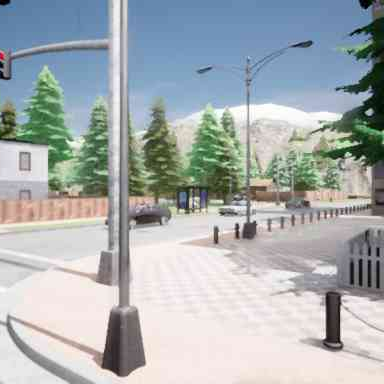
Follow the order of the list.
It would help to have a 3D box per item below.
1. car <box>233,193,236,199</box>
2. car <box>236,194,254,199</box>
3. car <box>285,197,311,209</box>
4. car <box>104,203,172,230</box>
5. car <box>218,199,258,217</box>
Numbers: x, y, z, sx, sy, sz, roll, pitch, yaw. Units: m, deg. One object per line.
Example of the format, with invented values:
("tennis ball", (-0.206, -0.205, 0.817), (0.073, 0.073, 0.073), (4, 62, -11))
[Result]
("car", (10.600, 1.138, 79.204), (1.905, 1.878, 3.866), (0, 0, 36))
("car", (12.865, 1.137, 78.044), (1.932, 1.855, 4.605), (0, 0, 36))
("car", (14.049, 1.397, 44.032), (2.097, 1.767, 4.553), (0, 0, 37))
("car", (-3.337, 1.473, 21.314), (2.128, 1.511, 4.902), (0, 0, 37))
("car", (4.374, 1.583, 31.452), (1.895, 1.301, 4.718), (0, 0, 37))
